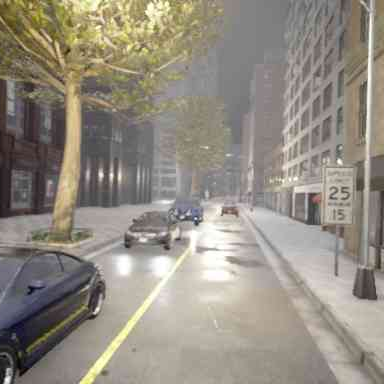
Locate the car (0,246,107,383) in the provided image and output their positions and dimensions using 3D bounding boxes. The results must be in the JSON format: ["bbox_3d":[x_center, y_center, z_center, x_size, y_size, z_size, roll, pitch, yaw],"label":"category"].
[{"bbox_3d":[-2.751,1.510,4.620,1.994,1.385,4.181,2,0,7],"label":"car"}]

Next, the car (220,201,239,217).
[{"bbox_3d":[4.079,1.892,35.979,1.812,1.442,4.674,2,-1,6],"label":"car"}]

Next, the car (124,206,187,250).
[{"bbox_3d":[-1.569,1.576,14.850,1.812,1.442,4.674,2,0,6],"label":"car"}]

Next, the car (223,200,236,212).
[{"bbox_3d":[5.584,2.024,49.083,1.812,1.442,4.674,2,0,7],"label":"car"}]

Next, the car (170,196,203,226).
[{"bbox_3d":[-0.339,1.380,25.396,2.150,2.045,5.566,2,0,6],"label":"car"}]
